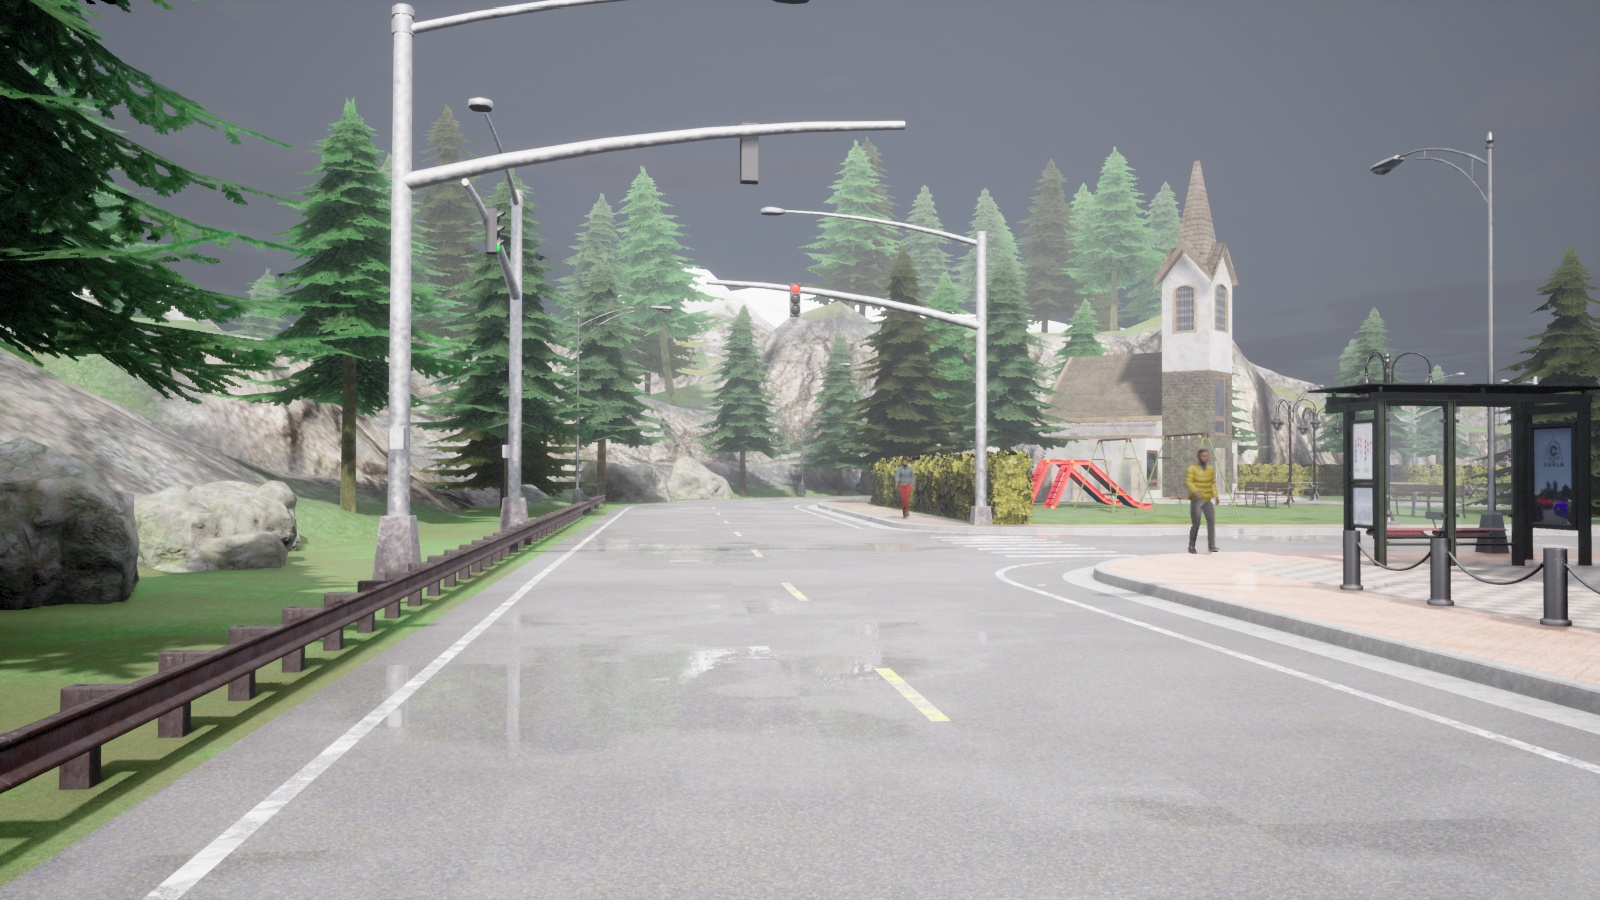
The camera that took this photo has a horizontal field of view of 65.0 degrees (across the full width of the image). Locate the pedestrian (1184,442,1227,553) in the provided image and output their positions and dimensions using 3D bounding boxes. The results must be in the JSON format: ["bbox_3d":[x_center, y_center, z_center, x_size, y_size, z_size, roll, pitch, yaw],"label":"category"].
[{"bbox_3d":[6.832,0.787,21.194,0.431,1.840,0.709,0,-1,-5],"label":"pedestrian"}]

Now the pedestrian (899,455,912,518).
[{"bbox_3d":[3.101,1.071,36.789,0.353,1.847,0.614,0,-1,7],"label":"pedestrian"}]
